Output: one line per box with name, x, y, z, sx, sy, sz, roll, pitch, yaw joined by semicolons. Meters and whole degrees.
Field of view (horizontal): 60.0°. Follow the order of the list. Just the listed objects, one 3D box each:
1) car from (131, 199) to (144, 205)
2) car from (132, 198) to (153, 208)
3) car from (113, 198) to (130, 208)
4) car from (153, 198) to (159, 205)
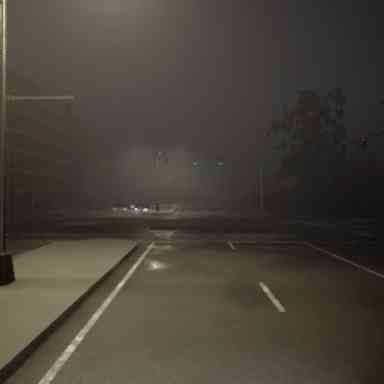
car;-11.568;2.077;70.562;1.895;1.301;4.718;0;0;0
car;-8.110;1.976;54.576;1.895;1.301;4.718;0;0;0
car;-11.608;1.722;54.951;2.097;1.767;4.553;0;0;1
car;-8.068;2.012;70.333;1.812;1.442;4.674;0;0;0
